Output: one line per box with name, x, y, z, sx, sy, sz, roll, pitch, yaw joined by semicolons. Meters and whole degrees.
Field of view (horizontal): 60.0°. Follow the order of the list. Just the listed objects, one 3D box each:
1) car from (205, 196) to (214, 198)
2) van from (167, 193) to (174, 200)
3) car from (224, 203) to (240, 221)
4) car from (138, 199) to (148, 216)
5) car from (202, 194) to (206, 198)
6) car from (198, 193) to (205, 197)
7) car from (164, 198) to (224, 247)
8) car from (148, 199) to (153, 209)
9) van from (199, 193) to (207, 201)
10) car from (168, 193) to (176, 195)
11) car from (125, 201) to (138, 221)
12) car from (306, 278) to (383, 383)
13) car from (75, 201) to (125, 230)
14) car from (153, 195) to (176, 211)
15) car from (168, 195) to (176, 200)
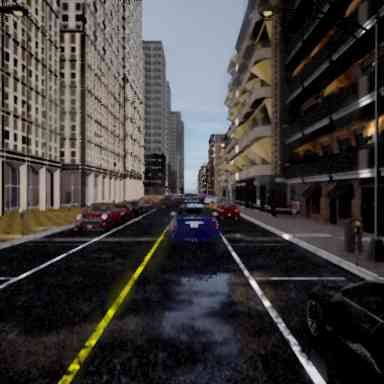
car;2.704;1.462;37.631;1.752;1.417;4.829;0;0;0
van;-5.658;1.224;88.301;1.690;1.788;3.998;0;0;0
car;2.699;1.500;26.163;1.887;1.381;4.507;0;0;0
car;-5.679;1.510;31.816;1.947;1.339;4.313;0;0;0
car;3.021;1.440;55.971;1.812;1.442;4.674;0;0;0
car;2.719;1.475;77.001;1.802;1.307;4.206;0;0;0
car;0.095;1.325;15.004;2.097;1.767;4.553;0;0;0
car;-5.674;1.509;43.113;1.802;1.307;4.206;0;0;0
van;2.721;1.230;82.649;1.690;1.788;3.998;0;0;0
car;-5.659;1.453;82.653;1.947;1.339;4.313;0;0;0
car;-5.680;1.535;26.166;1.802;1.307;4.206;0;0;0
car;2.691;1.560;3.569;1.947;1.339;4.313;0;0;0
car;-5.683;1.403;20.518;1.967;1.590;4.097;0;0;0
car;-3.080;1.439;38.919;1.837;1.490;4.892;0;0;0
car;-5.655;1.430;93.950;2.008;1.369;4.403;0;0;0
